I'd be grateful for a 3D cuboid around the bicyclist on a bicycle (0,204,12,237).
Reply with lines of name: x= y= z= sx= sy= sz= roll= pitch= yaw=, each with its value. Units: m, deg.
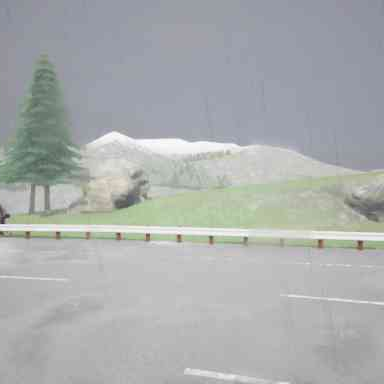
bicyclist on a bicycle: x=-9.211 y=1.434 z=16.083 sx=0.582 sy=1.620 sz=1.656 roll=1 pitch=-4 yaw=5
